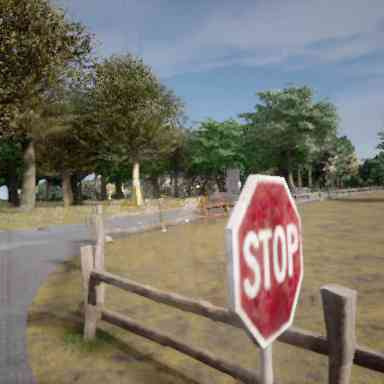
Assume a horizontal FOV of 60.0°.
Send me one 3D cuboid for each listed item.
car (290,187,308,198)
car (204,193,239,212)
[{"bbox_3d":[16.796,0.081,52.111,2.097,1.767,4.553,-4,-1,37],"label":"car"},{"bbox_3d":[2.914,0.822,27.562,2.128,1.511,4.902,-4,0,37],"label":"car"}]
